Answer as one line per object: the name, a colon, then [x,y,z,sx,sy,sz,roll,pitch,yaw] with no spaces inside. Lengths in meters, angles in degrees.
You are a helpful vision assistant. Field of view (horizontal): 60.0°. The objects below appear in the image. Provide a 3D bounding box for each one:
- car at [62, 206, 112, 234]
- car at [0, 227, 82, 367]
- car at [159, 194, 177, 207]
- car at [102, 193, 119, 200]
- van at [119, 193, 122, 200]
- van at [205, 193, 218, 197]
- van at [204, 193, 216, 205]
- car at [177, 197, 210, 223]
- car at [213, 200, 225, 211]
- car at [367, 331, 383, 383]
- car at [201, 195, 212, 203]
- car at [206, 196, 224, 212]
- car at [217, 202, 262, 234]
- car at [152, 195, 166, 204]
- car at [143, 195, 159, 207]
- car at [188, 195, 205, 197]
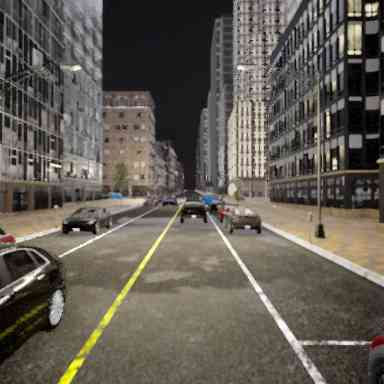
car: [-5.662,1.479,18.460,1.947,1.339,4.313,1,0,0]
car: [-3.096,1.486,3.999,1.837,1.490,4.892,0,0,0]
car: [-3.040,1.335,45.976,1.994,1.385,4.181,0,0,0]
car: [-19.771,1.219,75.999,4.403,1.369,2.008,0,0,1]
van: [-19.655,1.076,84.380,3.998,1.788,1.690,0,0,1]
van: [2.747,1.110,46.314,1.690,1.788,3.998,1,0,0]
van: [2.752,1.079,51.890,1.690,1.788,3.998,1,0,0]
car: [0.124,1.386,24.500,1.837,1.490,4.892,0,0,0]
car: [2.723,1.468,24.008,1.802,1.307,4.206,1,0,0]
car: [2.704,1.432,1.699,1.967,1.590,4.097,1,0,0]
car: [2.760,1.218,63.045,1.887,1.381,4.507,1,0,0]
car: [2.733,1.395,35.160,1.947,1.339,4.313,1,0,0]
car: [2.718,1.464,18.430,2.008,1.369,4.403,1,0,0]
car: [-5.626,1.272,57.482,1.947,1.339,4.313,1,0,0]
car: [-5.634,1.210,46.333,1.967,1.590,4.097,1,0,0]
car: [0.141,1.148,41.144,2.097,1.767,4.553,0,0,0]
